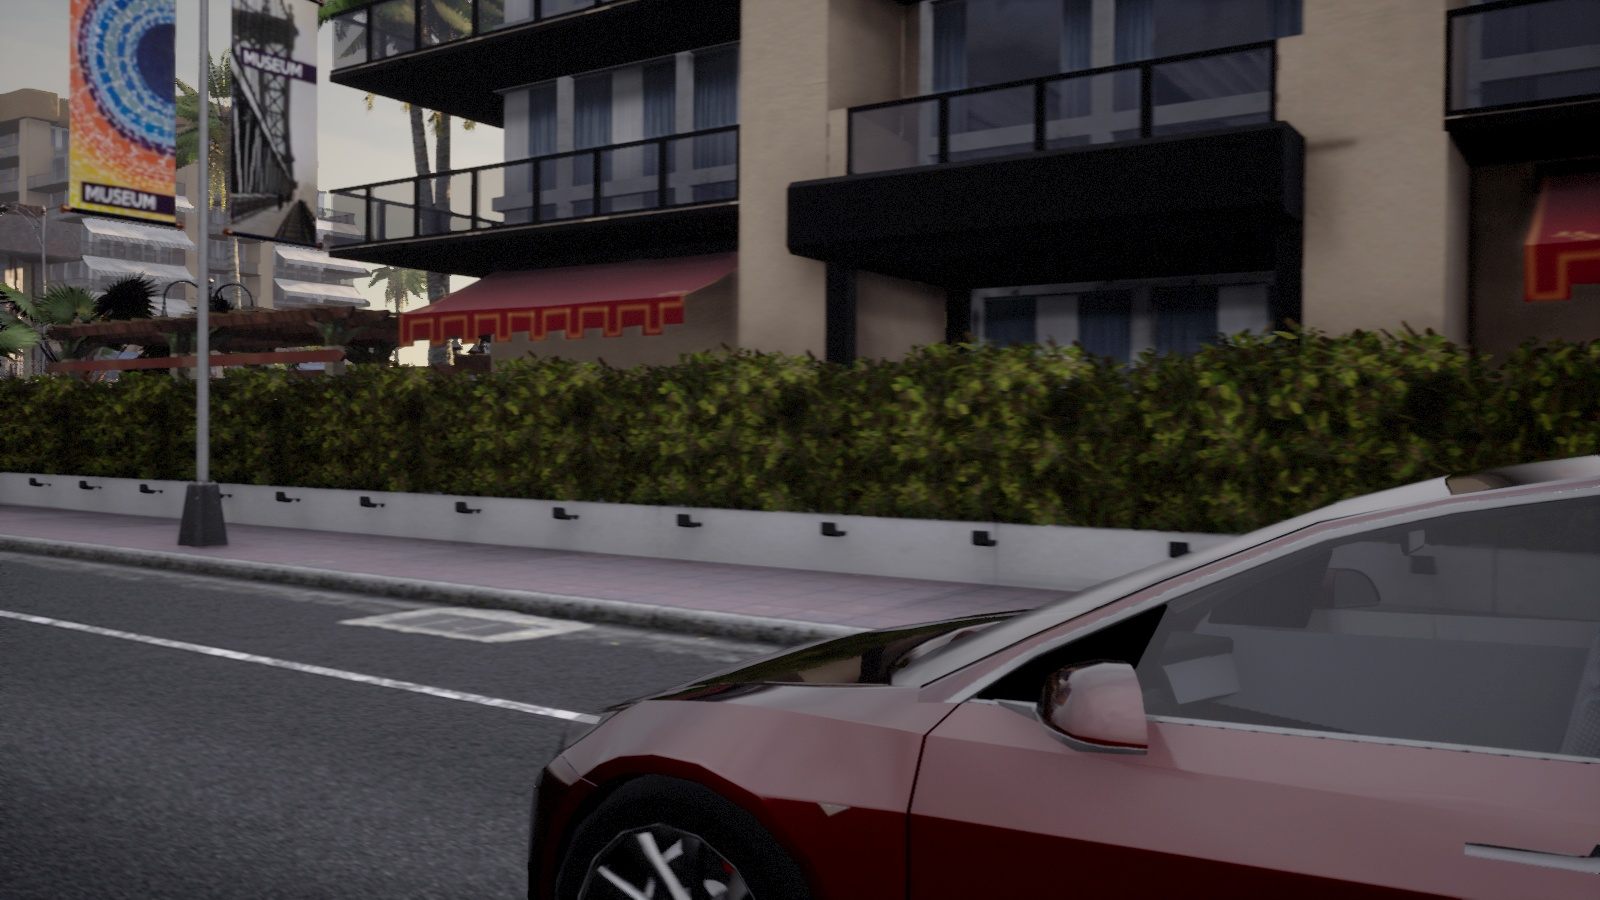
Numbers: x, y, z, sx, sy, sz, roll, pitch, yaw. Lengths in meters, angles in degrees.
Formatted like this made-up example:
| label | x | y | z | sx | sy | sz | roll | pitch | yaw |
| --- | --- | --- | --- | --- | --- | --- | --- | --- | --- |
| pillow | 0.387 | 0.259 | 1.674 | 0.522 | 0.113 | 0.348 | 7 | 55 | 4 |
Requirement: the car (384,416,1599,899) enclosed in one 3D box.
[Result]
| label | x | y | z | sx | sy | sz | roll | pitch | yaw |
| --- | --- | --- | --- | --- | --- | --- | --- | --- | --- |
| car | 1.621 | 0.682 | 2.547 | 4.792 | 1.488 | 2.163 | 0 | 1 | 34 |
